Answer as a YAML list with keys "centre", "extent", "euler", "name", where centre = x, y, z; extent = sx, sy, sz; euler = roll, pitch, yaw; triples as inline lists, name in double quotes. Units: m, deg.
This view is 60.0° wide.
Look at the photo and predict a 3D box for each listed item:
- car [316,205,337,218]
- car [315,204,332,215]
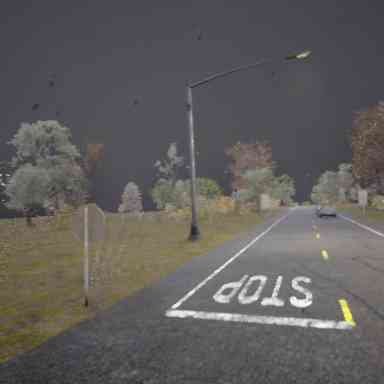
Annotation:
- centre: [16.164, 2.357, 39.799]
  extent: [1.994, 1.385, 4.181]
  euler: [-3, -2, 19]
  name: "car"
- centre: [19.354, 2.565, 49.178]
  extent: [2.033, 1.411, 5.357]
  euler: [-3, -2, 19]
  name: "car"
